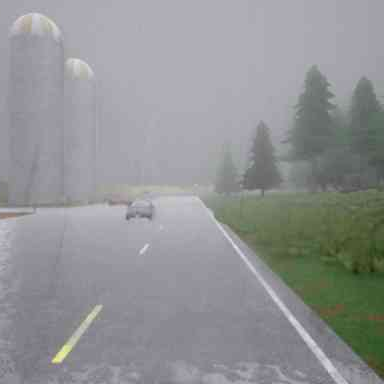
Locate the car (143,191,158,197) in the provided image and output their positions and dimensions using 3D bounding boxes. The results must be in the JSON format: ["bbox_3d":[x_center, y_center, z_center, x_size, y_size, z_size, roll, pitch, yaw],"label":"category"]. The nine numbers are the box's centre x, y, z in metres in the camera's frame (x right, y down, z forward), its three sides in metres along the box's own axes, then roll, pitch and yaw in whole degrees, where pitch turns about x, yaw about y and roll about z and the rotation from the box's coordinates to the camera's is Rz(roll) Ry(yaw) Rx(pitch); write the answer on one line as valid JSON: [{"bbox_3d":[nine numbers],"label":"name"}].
[{"bbox_3d":[-9.884,0.823,78.161,3.988,1.617,1.851,0,0,-1],"label":"car"}]

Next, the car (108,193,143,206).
[{"bbox_3d":[-9.253,1.171,45.157,4.181,1.381,1.994,0,0,-1],"label":"car"}]

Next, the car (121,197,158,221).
[{"bbox_3d":[-3.692,1.316,24.714,1.812,1.442,4.674,0,0,0],"label":"car"}]
